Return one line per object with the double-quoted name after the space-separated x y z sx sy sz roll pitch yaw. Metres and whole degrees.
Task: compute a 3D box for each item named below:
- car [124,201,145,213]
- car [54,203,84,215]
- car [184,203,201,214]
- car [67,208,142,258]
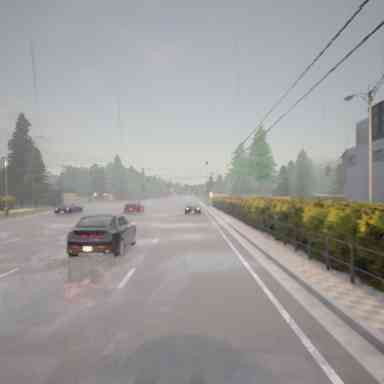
-6.910 1.793 40.150 1.882 1.535 5.008 0 0 0 "car"
-13.910 1.893 37.883 1.895 1.301 4.718 0 0 0 "car"
0.090 1.911 38.809 1.895 1.301 4.718 0 0 0 "car"
-3.403 1.610 13.261 1.837 1.490 4.892 0 0 0 "car"
